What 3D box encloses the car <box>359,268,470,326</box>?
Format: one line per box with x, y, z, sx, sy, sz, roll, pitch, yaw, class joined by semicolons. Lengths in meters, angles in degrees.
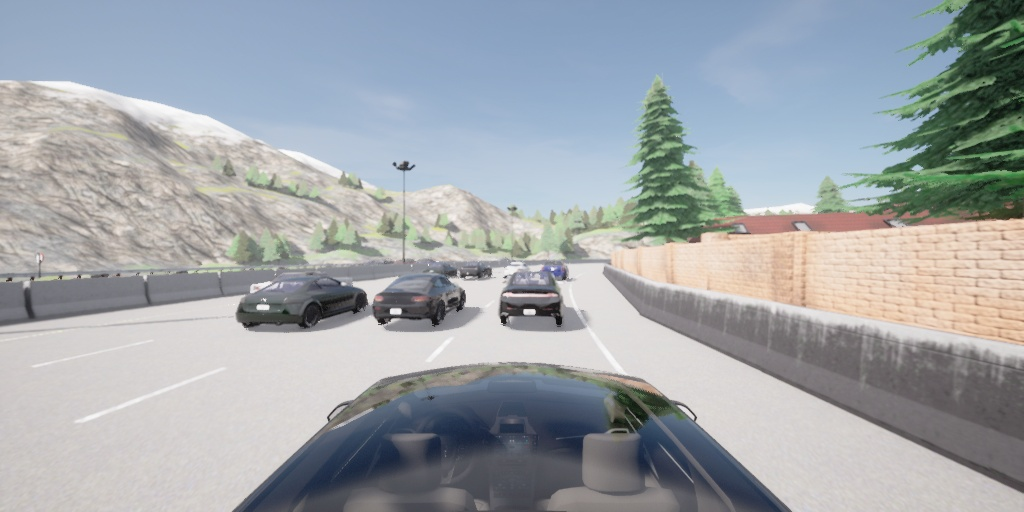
-2.838;1.279;11.686;1.812;1.442;4.674;0;0;5;car

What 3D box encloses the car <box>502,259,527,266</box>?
0.556;1.293;32.804;1.812;1.442;4.674;0;0;13;car

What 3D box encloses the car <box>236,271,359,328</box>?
-6.372;1.316;11.418;1.994;1.385;4.181;0;0;5;car

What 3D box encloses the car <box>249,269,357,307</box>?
-9.368;1.353;16.624;1.895;1.301;4.718;0;0;6;car

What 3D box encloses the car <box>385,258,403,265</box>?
-15.808;1.121;52.499;2.097;1.767;4.553;0;0;19;car

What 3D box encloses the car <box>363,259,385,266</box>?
-19.250;1.258;53.281;2.128;1.511;4.902;0;0;18;car

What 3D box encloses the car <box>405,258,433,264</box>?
-12.610;1.122;51.054;2.097;1.767;4.553;0;0;19;car

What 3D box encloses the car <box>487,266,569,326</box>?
0.692;1.249;11.813;2.128;1.511;4.902;0;0;5;car

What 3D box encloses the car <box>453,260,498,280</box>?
-3.153;1.257;32.230;2.128;1.511;4.902;0;0;13;car

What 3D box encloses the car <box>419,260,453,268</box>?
-6.530;1.328;33.152;1.994;1.385;4.181;0;0;13;car

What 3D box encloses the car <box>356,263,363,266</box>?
-21.941;1.315;56.288;2.033;1.411;5.357;0;0;19;car

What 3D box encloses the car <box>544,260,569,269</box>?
3.790;1.121;31.187;2.097;1.767;4.553;0;0;13;car
